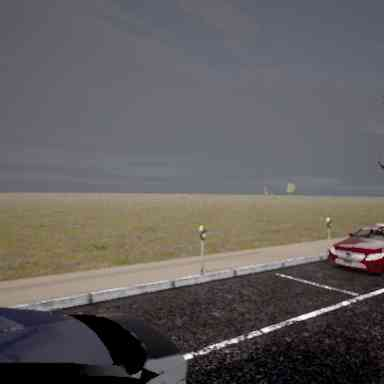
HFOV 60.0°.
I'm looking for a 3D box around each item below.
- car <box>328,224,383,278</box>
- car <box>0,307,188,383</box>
[{"bbox_3d":[5.982,1.677,10.333,4.206,1.307,1.802,1,0,-35],"label":"car"},{"bbox_3d":[-2.202,1.482,1.380,4.902,1.511,2.128,1,0,-35],"label":"car"}]
